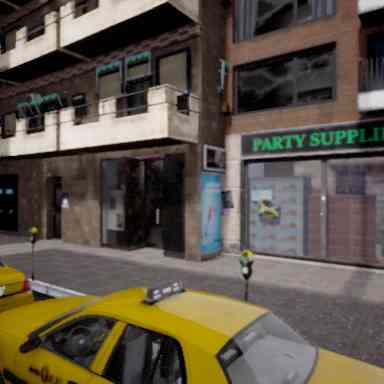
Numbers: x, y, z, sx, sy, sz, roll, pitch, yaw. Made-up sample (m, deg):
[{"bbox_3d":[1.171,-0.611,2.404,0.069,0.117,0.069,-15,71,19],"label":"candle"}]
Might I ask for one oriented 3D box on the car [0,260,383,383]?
[{"bbox_3d":[-0.471,1.527,3.206,4.829,1.417,1.752,0,0,36],"label":"car"}]
